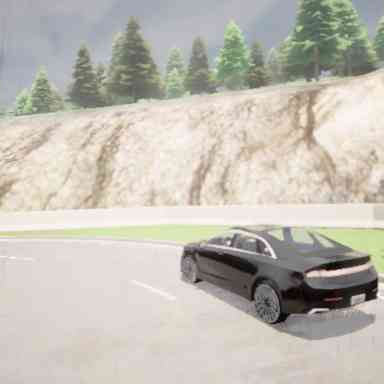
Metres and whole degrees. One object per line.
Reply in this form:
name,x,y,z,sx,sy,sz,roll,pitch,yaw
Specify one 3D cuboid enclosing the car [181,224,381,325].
car,1.393,1.443,7.169,2.128,1.511,4.902,-2,0,-27
